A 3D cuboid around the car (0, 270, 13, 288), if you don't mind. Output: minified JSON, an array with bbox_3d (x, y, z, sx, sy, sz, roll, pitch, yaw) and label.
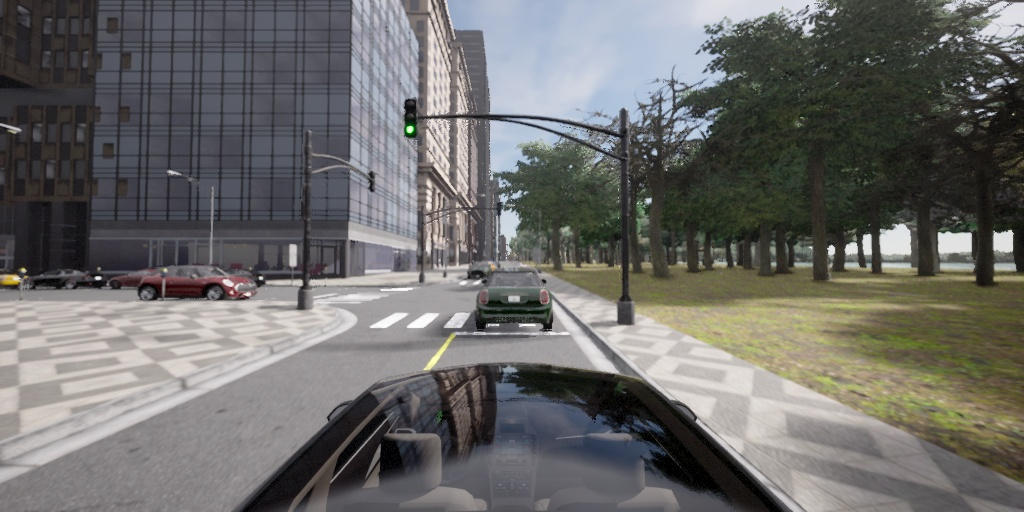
[{"bbox_3d":[-35.644,1.500,24.158,4.829,1.417,1.751,0,0,0],"label":"car"}]

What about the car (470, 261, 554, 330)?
[{"bbox_3d":[0.070,1.139,11.382,2.097,1.767,4.553,0,0,0],"label":"car"}]

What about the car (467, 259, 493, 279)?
[{"bbox_3d":[-3.116,1.268,34.717,2.097,1.767,4.553,0,0,0],"label":"car"}]

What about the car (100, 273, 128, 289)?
[{"bbox_3d":[-24.501,1.551,24.178,4.207,1.307,1.802,0,0,0],"label":"car"}]

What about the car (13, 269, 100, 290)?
[{"bbox_3d":[-29.987,1.538,24.168,4.313,1.339,1.948,0,0,0],"label":"car"}]

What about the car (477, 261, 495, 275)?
[{"bbox_3d":[-3.110,1.454,43.738,1.882,1.535,5.008,0,0,0],"label":"car"}]

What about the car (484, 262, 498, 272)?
[{"bbox_3d":[-3.097,1.565,52.902,1.812,1.442,4.674,0,0,0],"label":"car"}]

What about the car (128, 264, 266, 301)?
[{"bbox_3d":[-13.547,1.154,15.675,4.097,1.591,1.967,0,0,-1],"label":"car"}]
